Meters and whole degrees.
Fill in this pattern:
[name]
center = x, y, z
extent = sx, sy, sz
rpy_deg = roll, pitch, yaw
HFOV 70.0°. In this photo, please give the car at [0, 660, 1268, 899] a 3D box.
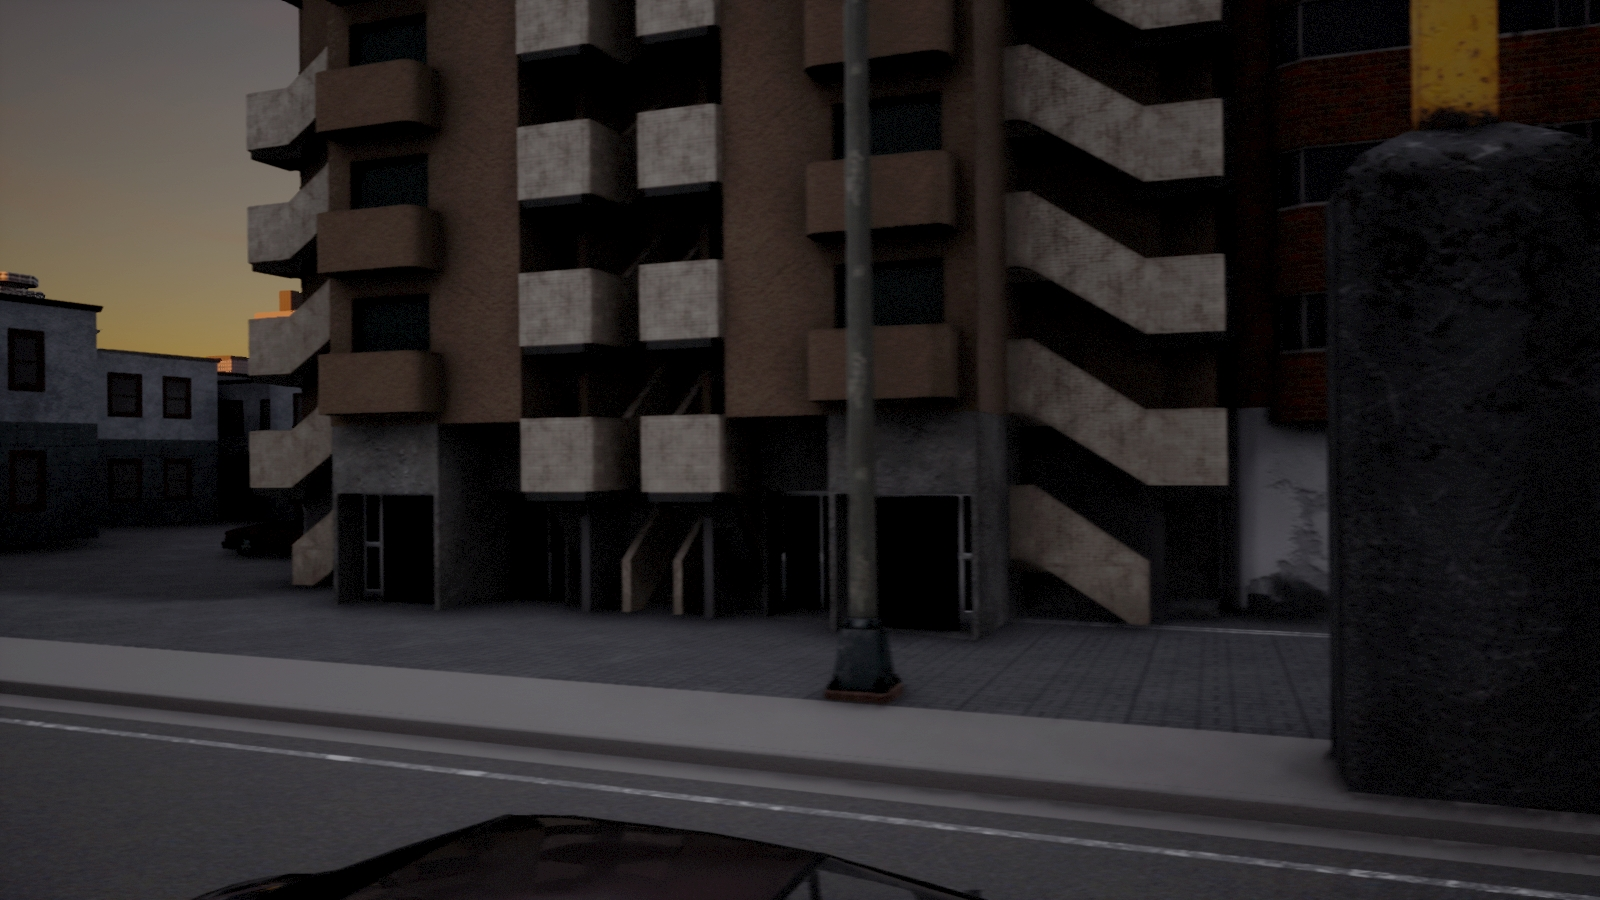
[car]
center = -0.962, 1.746, 3.640
extent = 4.514, 1.525, 2.007
rpy_deg = 0, 0, 20
